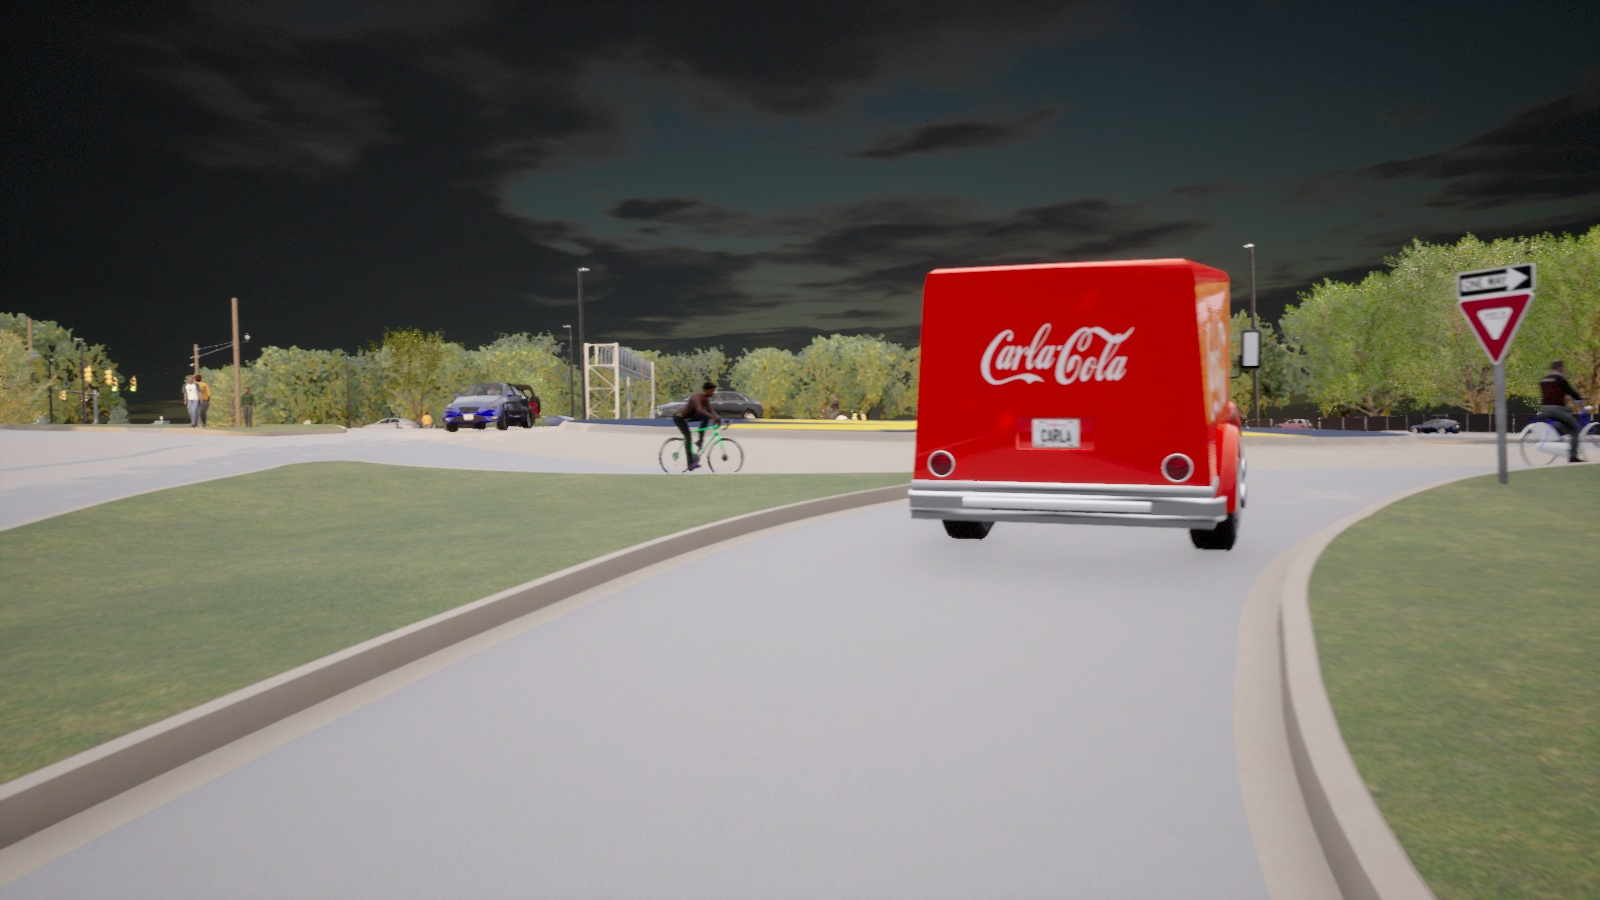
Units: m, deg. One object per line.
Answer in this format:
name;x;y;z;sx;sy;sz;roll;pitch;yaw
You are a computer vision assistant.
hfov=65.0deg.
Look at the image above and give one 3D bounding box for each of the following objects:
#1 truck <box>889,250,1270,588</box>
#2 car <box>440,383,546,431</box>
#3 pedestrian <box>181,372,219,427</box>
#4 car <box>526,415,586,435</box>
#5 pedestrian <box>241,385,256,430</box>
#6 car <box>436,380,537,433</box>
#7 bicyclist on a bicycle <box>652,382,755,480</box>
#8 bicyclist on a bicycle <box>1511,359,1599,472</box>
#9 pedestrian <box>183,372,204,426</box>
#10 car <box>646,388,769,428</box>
truck;2.972;-0.462;12.053;2.627;2.467;5.204;1;5;23
car;-12.729;-1.789;52.147;3.866;1.878;1.905;-2;0;-30
pedestrian;-21.031;-1.765;44.032;0.874;1.855;0.900;-2;0;-1
car;-18.745;-1.921;96.471;4.674;1.442;1.812;0;1;37
pedestrian;-23.174;-1.789;52.781;0.353;1.847;0.614;-2;0;-7
car;-9.408;-1.323;38.047;1.816;1.474;4.193;-2;2;3
bicyclist on a bicycle;-1.645;-0.335;21.337;1.656;1.620;0.582;1;1;25
bicyclist on a bicycle;12.469;-0.550;20.142;1.843;1.776;0.659;-1;-1;-13
pedestrian;-20.957;-1.743;43.383;0.354;1.836;0.706;-2;0;-5
car;-3.758;-1.682;51.459;4.892;1.490;1.837;0;1;-41
